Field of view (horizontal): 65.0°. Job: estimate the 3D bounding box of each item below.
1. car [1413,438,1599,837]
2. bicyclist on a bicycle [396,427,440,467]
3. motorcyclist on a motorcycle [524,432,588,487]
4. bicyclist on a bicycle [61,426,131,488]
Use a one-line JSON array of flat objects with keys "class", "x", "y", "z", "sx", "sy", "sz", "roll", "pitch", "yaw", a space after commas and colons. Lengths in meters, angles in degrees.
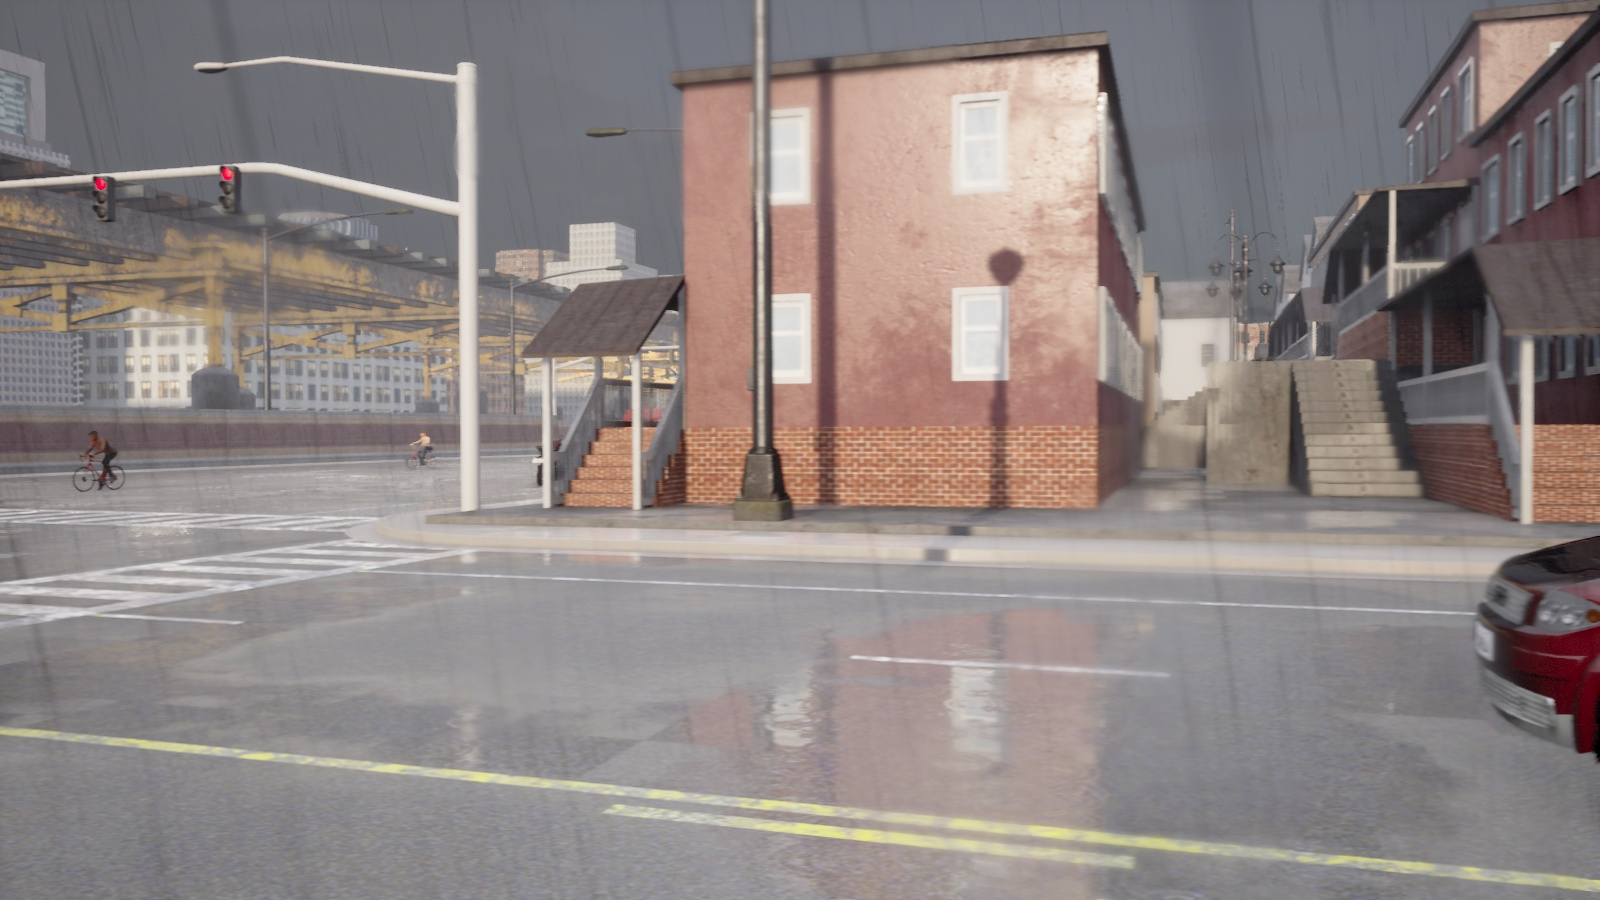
[{"class": "car", "x": 4.761, "y": 0.738, "z": 5.284, "sx": 3.705, "sy": 1.549, "sz": 1.789, "roll": 1, "pitch": 1, "yaw": 19}, {"class": "bicyclist on a bicycle", "x": -15.634, "y": -0.120, "z": 51.449, "sx": 0.866, "sy": 1.612, "sz": 1.509, "roll": 1, "pitch": 1, "yaw": 36}, {"class": "motorcyclist on a motorcycle", "x": -7.076, "y": 0.250, "z": 36.523, "sx": 0.866, "sy": 1.530, "sz": 2.191, "roll": 1, "pitch": 1, "yaw": 19}, {"class": "bicyclist on a bicycle", "x": -18.991, "y": 0.165, "z": 33.916, "sx": 0.582, "sy": 1.620, "sz": 1.656, "roll": 1, "pitch": 1, "yaw": 19}]
